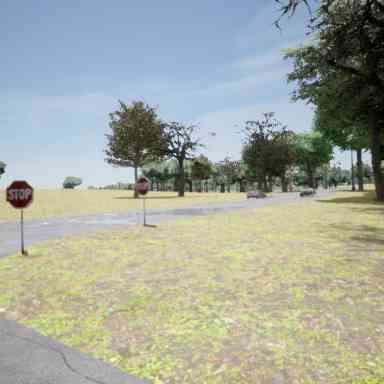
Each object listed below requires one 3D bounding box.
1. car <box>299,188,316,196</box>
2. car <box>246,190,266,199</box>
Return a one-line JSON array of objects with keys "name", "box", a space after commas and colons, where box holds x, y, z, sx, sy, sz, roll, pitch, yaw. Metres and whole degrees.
[{"name": "car", "box": [19.135, 0.011, 54.695, 1.895, 1.301, 4.718, -3, 1, 31]}, {"name": "car", "box": [10.420, 0.440, 53.905, 1.994, 1.385, 4.181, -3, 1, 34]}]
